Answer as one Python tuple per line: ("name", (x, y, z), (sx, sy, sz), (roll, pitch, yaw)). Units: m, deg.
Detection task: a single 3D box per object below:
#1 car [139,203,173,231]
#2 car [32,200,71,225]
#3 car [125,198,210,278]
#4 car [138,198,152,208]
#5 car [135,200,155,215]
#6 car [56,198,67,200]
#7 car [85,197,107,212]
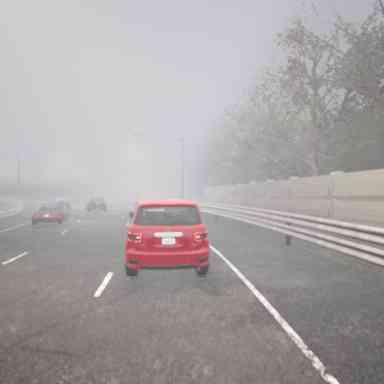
("car", (-2.475, 1.504, 21.674), (1.812, 1.442, 4.674), (0, 0, -11))
("car", (-10.173, 1.544, 24.101), (1.994, 1.385, 4.181), (0, 0, -14))
("car", (-0.799, 1.213, 10.374), (2.150, 2.045, 5.566), (0, 0, -5))
("car", (-6.918, 1.552, 49.137), (1.895, 1.301, 4.718), (0, 0, -5))
("car", (-4.934, 1.567, 34.215), (1.895, 1.301, 4.718), (0, 0, -10))
("car", (-17.302, 1.490, 44.189), (1.812, 1.442, 4.674), (0, 0, -25))
("car", (-11.410, 1.317, 39.341), (2.097, 1.767, 4.553), (0, 0, -21))
